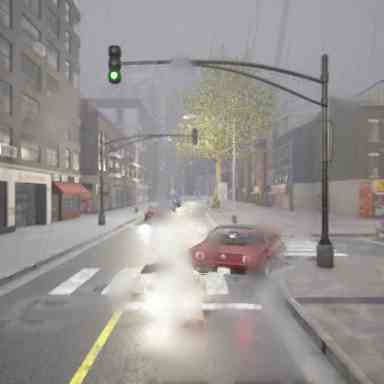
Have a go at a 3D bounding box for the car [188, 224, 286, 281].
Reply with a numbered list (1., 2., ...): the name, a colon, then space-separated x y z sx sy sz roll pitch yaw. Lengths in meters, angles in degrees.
1. car: 1.607 1.621 10.091 1.895 1.301 4.718 0 0 22

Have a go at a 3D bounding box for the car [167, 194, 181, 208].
1. car: -2.820 1.317 50.589 2.150 2.045 5.566 0 0 0

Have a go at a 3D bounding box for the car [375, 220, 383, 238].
1. car: 10.927 1.539 15.661 4.097 1.590 1.967 0 -1 0

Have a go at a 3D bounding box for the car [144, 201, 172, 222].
1. car: -2.836 1.649 27.249 1.895 1.301 4.718 0 0 -3

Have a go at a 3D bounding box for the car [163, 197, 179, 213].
1. car: -2.850 1.633 38.064 1.994 1.385 4.181 0 0 -1
